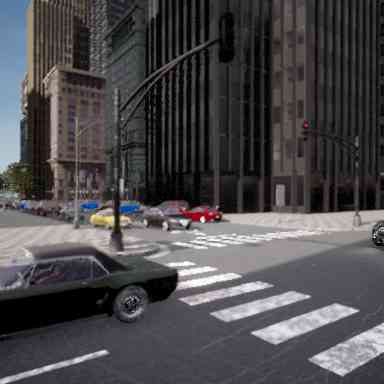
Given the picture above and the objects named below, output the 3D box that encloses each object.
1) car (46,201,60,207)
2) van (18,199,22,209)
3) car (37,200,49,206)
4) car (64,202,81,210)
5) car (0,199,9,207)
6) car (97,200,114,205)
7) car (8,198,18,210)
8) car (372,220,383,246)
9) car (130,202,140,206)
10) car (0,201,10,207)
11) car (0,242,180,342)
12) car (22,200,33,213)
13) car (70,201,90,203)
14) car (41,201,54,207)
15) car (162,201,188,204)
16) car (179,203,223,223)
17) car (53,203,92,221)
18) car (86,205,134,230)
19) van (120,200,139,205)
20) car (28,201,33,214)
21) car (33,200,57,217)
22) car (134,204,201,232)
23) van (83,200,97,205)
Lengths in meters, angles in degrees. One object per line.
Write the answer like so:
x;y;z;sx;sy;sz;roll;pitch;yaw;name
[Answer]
-31.474;2.739;75.116;1.947;1.339;4.313;-1;0;-35;car
-25.925;2.199;52.589;1.690;1.788;3.998;-1;0;-35;van
-37.502;2.855;83.597;2.008;1.369;4.403;-1;0;-35;car
-22.433;2.550;62.395;1.802;1.307;4.206;-1;0;-35;car
-41.033;2.744;73.849;1.887;1.381;4.507;-1;0;-35;car
-10.924;2.017;46.243;2.192;1.841;5.009;-1;0;-35;car
-31.688;2.430;60.699;1.967;1.590;4.097;-1;0;-35;car
9.887;1.436;14.611;4.553;1.767;2.097;1;0;-36;car
-5.035;2.146;37.942;1.802;1.307;4.206;-1;0;-35;car
-44.147;2.848;78.231;1.802;1.307;4.206;-1;0;-35;car
-2.649;1.613;5.664;4.718;1.301;1.895;1;0;-36;car
-23.093;2.232;48.606;1.967;1.590;4.097;-1;0;-35;car
-15.134;2.215;42.048;2.033;1.411;5.357;0;-1;-35;car
-34.488;2.805;79.357;1.947;1.339;4.313;-1;0;-35;car
-2.097;1.810;33.793;2.192;1.841;5.009;-1;0;-35;car
0.849;1.970;29.642;1.887;1.381;4.507;-1;0;-35;car
-11.769;2.079;32.676;2.008;1.369;4.403;-1;0;-35;car
-6.010;1.917;24.573;1.752;1.417;4.829;-1;0;-35;car
-7.982;1.974;42.093;1.690;1.788;3.998;-1;0;-35;van
-20.261;2.271;44.624;1.887;1.381;4.507;-1;0;-35;car
-17.434;1.976;40.642;2.192;1.841;5.009;-1;0;-35;car
-1.861;1.846;23.352;2.128;1.511;4.902;0;-1;-35;car
-16.808;2.180;54.542;1.690;1.788;3.998;-1;0;-35;van
